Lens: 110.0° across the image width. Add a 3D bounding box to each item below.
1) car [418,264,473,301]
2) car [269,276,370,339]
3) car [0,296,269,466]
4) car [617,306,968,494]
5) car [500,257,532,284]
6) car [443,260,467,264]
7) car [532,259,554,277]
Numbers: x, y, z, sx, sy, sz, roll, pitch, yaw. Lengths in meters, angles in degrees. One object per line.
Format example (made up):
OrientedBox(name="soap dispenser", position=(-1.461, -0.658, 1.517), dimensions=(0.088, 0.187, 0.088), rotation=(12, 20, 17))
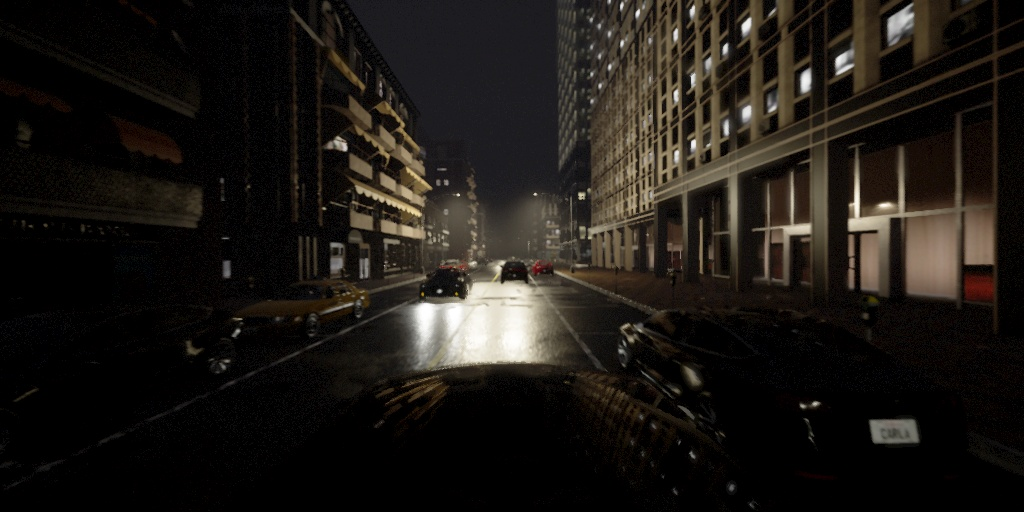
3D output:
OrientedBox(name="car", position=(-3.024, 1.263, 16.963), dimensions=(1.994, 1.385, 4.181), rotation=(-1, 0, 0))
OrientedBox(name="car", position=(-5.632, 1.283, 10.137), dimensions=(1.751, 1.417, 4.829), rotation=(0, 0, 0))
OrientedBox(name="car", position=(-5.644, 1.353, 4.658), dimensions=(1.948, 1.339, 4.313), rotation=(0, 0, 0))
OrientedBox(name="car", position=(2.737, 1.275, 4.639), dimensions=(1.948, 1.339, 4.313), rotation=(0, 0, 0))
OrientedBox(name="car", position=(0.174, 1.102, 26.032), dimensions=(1.882, 1.535, 5.008), rotation=(-1, 0, 0))
OrientedBox(name="car", position=(-5.582, 1.084, 32.900), dimensions=(1.967, 1.591, 4.097), rotation=(0, 0, 0))
OrientedBox(name="car", position=(2.798, 1.112, 32.881), dimensions=(1.888, 1.381, 4.507), rotation=(0, 0, 0))
